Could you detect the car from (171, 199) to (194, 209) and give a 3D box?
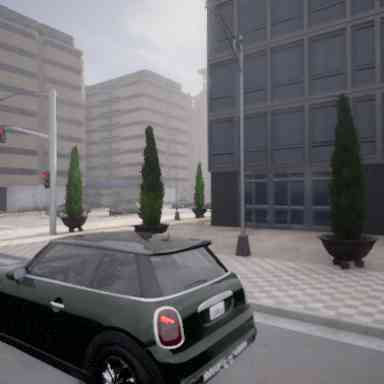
[{"bbox_3d":[-1.269,1.884,52.057,1.837,1.490,4.892,-1,0,35],"label":"car"}]

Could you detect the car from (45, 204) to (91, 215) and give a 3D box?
[{"bbox_3d":[-13.120,1.883,35.302,1.837,1.490,4.892,-1,0,35],"label":"car"}]

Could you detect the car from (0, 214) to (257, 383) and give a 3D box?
[{"bbox_3d":[-1.442,1.393,5.023,4.553,1.767,2.097,-1,0,36],"label":"car"}]

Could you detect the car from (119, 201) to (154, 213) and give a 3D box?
[{"bbox_3d":[-7.221,1.905,43.639,1.812,1.442,4.674,-1,0,35],"label":"car"}]

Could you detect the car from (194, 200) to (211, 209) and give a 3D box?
[{"bbox_3d":[2.823,1.942,51.470,1.895,1.301,4.718,-1,0,35],"label":"car"}]

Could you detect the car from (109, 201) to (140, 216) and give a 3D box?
[{"bbox_3d":[-7.237,1.904,37.218,1.994,1.385,4.181,-1,0,35],"label":"car"}]
